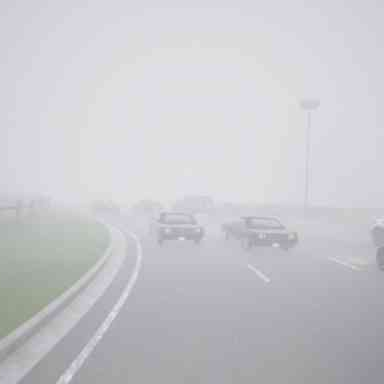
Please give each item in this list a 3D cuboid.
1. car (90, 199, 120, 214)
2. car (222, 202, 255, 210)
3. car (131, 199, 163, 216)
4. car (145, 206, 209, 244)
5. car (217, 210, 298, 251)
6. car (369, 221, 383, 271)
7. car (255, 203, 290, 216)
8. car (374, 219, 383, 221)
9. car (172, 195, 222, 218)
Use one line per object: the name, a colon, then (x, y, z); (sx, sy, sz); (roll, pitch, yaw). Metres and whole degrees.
car: (-8.342, 1.321, 31.696); (1.994, 1.385, 4.181); (2, 0, -29)
car: (3.496, 1.713, 32.216); (1.837, 1.490, 4.892); (2, 0, -29)
car: (-4.256, 1.416, 31.588); (1.837, 1.490, 4.892); (2, 0, -29)
car: (-0.901, 1.603, 15.737); (1.895, 1.301, 4.718); (2, 0, -13)
car: (2.802, 1.742, 15.023); (1.895, 1.301, 4.718); (2, 0, -11)
car: (7.028, 1.813, 8.984); (1.812, 1.442, 4.674); (2, 0, -3)
car: (7.346, 1.846, 32.460); (2.128, 1.511, 4.902); (2, 0, -29)
car: (10.266, 1.644, 14.314); (2.150, 2.045, 5.566); (2, 0, -9)
car: (0.078, 1.296, 31.058); (2.150, 2.045, 5.566); (2, 0, -29)
